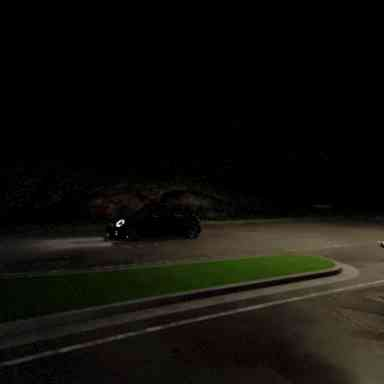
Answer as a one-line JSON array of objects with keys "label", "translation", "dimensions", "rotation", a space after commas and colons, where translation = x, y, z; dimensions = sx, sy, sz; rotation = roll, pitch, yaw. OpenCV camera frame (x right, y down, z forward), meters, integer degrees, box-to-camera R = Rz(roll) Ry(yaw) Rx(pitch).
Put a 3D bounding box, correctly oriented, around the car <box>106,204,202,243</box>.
[{"label": "car", "translation": [-1.867, 1.412, 16.449], "dimensions": [4.553, 1.767, 2.097], "rotation": [1, 0, -26]}]
